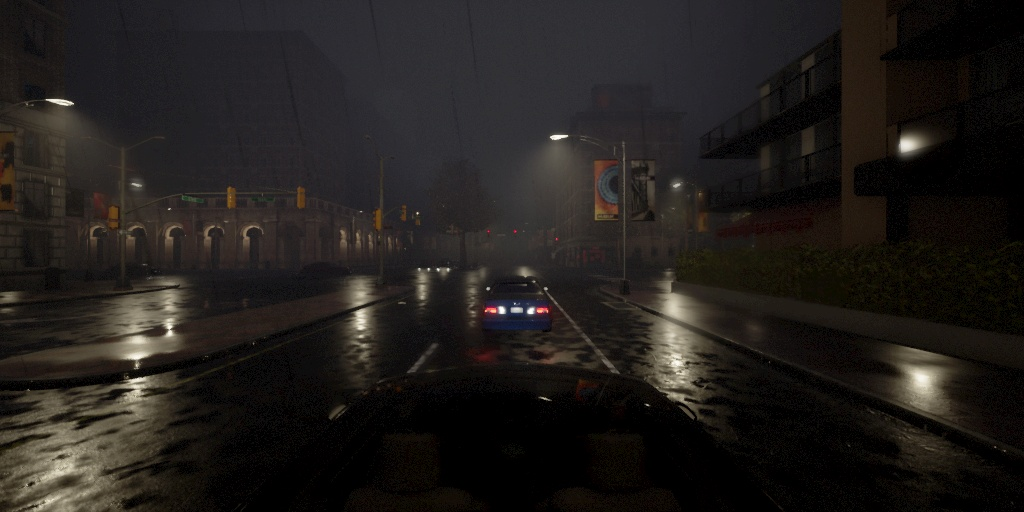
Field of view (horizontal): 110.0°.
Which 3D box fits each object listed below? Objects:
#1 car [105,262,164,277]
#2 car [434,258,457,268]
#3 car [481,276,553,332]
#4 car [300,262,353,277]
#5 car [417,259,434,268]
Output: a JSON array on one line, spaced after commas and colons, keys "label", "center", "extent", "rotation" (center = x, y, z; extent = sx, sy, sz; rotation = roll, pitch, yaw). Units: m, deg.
[{"label": "car", "center": [-36.384, 1.313, 34.616], "extent": [4.181, 1.385, 1.994], "rotation": [0, 0, 0]}, {"label": "car", "center": [-11.052, 1.102, 59.739], "extent": [2.097, 1.767, 4.553], "rotation": [0, 0, 1]}, {"label": "car", "center": [0.146, 1.297, 10.789], "extent": [2.033, 1.411, 5.357], "rotation": [0, 0, 1]}, {"label": "car", "center": [-17.855, 1.276, 34.540], "extent": [4.674, 1.442, 1.812], "rotation": [0, 0, 0]}, {"label": "car", "center": [-14.518, 1.228, 61.808], "extent": [1.882, 1.535, 5.008], "rotation": [0, 0, 1]}]
